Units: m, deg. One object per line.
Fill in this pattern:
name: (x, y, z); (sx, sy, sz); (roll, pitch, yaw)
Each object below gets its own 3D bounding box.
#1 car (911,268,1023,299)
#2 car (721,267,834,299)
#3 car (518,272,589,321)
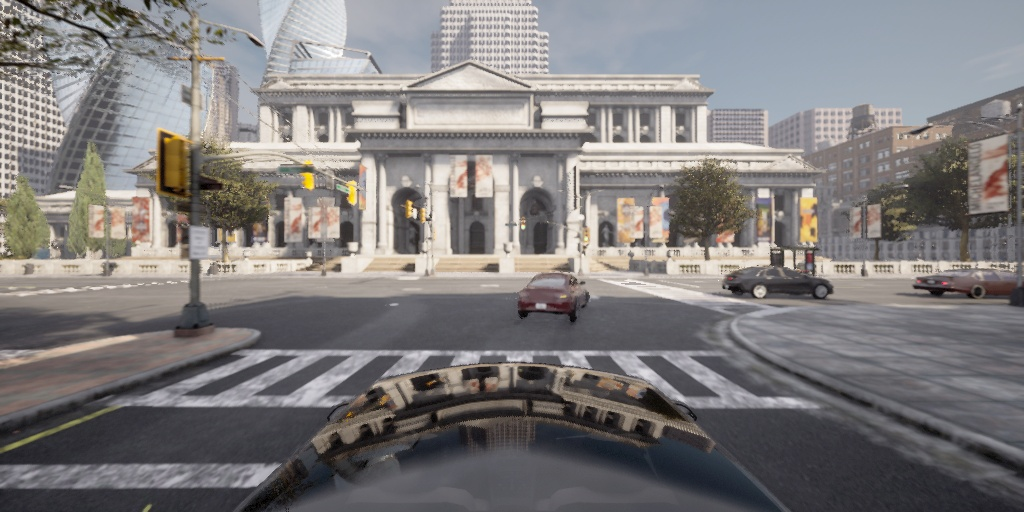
car: (23.172, 1.325, 17.692); (5.357, 1.411, 2.033); (0, 0, 0)
car: (13.046, 1.282, 17.739); (4.892, 1.490, 1.837); (0, 0, 0)
car: (1.544, 1.294, 12.629); (1.812, 1.442, 4.674); (0, 0, 18)
